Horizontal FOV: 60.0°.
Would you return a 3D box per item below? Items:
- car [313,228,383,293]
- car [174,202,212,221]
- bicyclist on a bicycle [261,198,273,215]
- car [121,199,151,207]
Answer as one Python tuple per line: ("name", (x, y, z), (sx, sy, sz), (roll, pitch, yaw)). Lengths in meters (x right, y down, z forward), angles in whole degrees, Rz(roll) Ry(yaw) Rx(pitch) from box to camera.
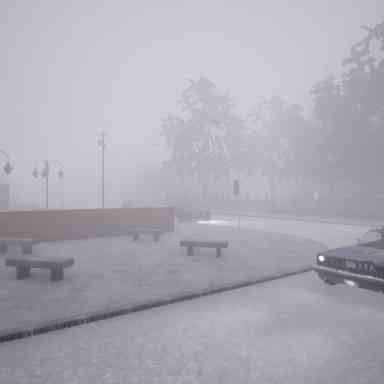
("car", (5.121, 1.601, 8.264), (4.718, 1.301, 1.895), (0, 0, -36))
("car", (-0.249, 1.564, 27.323), (1.994, 1.385, 4.181), (0, 0, -35))
("bicyclist on a bicycle", (7.092, 1.349, 31.482), (1.656, 1.620, 0.582), (0, 0, -35))
("car", (-6.019, 1.505, 35.458), (1.837, 1.490, 4.892), (0, 0, -35))
